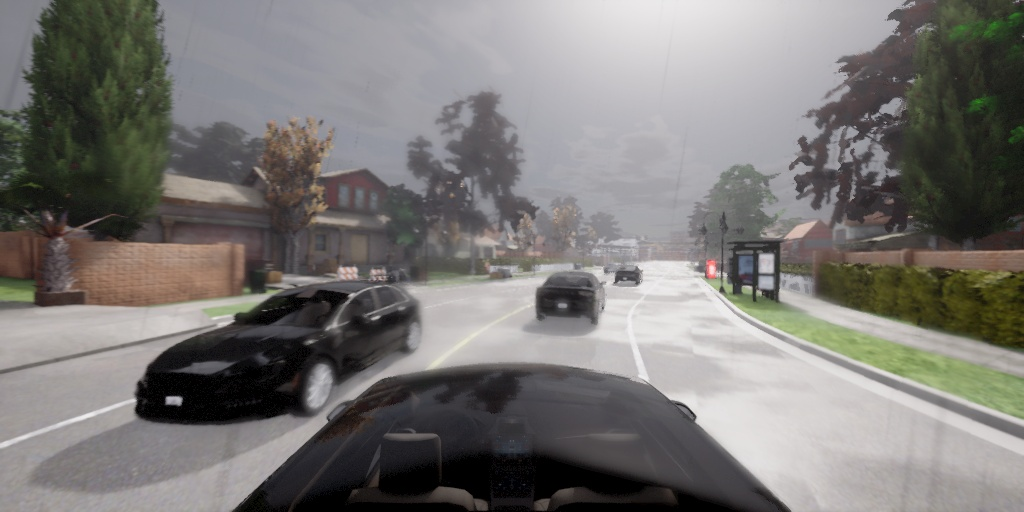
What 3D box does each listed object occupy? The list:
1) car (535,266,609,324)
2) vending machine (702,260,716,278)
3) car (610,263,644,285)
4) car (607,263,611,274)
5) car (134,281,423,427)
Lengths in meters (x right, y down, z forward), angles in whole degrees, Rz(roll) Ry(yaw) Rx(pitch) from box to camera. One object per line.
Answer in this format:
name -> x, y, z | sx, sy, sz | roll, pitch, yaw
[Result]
car -> 2.196, 1.285, 12.536 | 1.882, 1.535, 5.008 | 0, 0, 18
vending machine -> 20.756, 1.396, 37.435 | 1.100, 2.100, 0.880 | 0, 0, 25
car -> 9.695, 1.505, 29.691 | 1.837, 1.490, 4.892 | 1, 0, 25
car -> 12.788, 1.609, 45.109 | 2.128, 1.511, 4.902 | 1, 0, 25
car -> -3.071, 1.221, 6.026 | 1.837, 1.490, 4.892 | 0, 0, 8
